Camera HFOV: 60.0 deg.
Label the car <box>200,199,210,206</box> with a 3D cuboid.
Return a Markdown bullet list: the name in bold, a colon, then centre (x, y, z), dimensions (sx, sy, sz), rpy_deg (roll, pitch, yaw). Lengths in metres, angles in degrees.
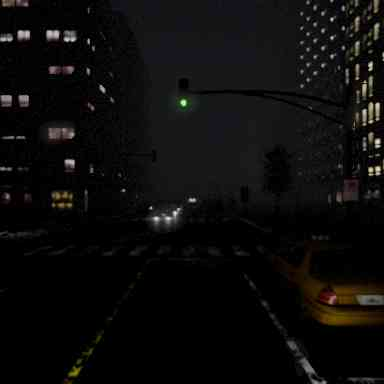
- **car**: centre (2.761, 2.304, 72.662), dimensions (1.887, 1.381, 4.507), rpy_deg (0, -1, 0)

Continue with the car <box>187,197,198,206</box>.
- **car**: centre (0.157, 2.321, 69.161), dimensions (1.895, 1.301, 4.718), rpy_deg (0, -1, 0)

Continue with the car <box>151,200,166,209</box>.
- **car**: centre (-5.636, 2.124, 56.092), dimensions (2.008, 1.369, 4.403), rpy_deg (0, -1, 0)

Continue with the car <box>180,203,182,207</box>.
- **car**: centre (-3.018, 2.154, 57.650), dimensions (1.994, 1.385, 4.181), rpy_deg (0, -1, 0)

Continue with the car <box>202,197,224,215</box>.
- **car**: centre (2.726, 1.709, 39.507), dimensions (2.192, 1.841, 5.009), rpy_deg (0, -1, 0)

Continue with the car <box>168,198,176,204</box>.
- **car**: centre (-5.597, 2.560, 94.775), dimensions (1.887, 1.381, 4.507), rpy_deg (0, -1, 0)

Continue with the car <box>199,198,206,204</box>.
- **car**: centre (2.778, 2.478, 89.411), dimensions (1.752, 1.417, 4.829), rpy_deg (0, -1, 0)

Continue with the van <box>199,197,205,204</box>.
- **van**: centre (2.782, 2.357, 94.769), dimensions (1.690, 1.788, 3.998), rpy_deg (0, -1, 0)

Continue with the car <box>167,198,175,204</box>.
- **car**: centre (-5.602, 2.473, 89.080), dimensions (1.752, 1.417, 4.829), rpy_deg (0, -1, 0)

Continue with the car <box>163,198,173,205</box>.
- **car**: centre (-5.615, 2.262, 78.198), dimensions (1.967, 1.590, 4.097), rpy_deg (0, -1, 0)

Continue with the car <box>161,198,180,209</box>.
- **car**: centre (-3.045, 2.005, 47.490), dimensions (1.812, 1.442, 4.674), rpy_deg (0, -1, 0)

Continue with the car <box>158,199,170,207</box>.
- **car**: centre (-5.626, 2.137, 67.146), dimensions (1.967, 1.590, 4.097), rpy_deg (0, -1, 0)

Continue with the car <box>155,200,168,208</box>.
- **car**: centre (-5.631, 2.179, 61.617), dimensions (1.887, 1.381, 4.507), rpy_deg (0, -1, 0)

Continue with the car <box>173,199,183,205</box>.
- **car**: centre (-2.926, 2.160, 72.101), dimensions (1.994, 1.385, 4.181), rpy_deg (0, -1, 0)

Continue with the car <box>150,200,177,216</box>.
- **car**: centre (-3.062, 1.918, 37.181), dimensions (2.033, 1.411, 5.357), rpy_deg (0, -1, 0)

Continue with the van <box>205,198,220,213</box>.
- **van**: centre (2.732, 1.794, 45.032), dimensions (1.690, 1.788, 3.998), rpy_deg (0, -1, 0)

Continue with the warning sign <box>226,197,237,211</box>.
- **warning sign**: centre (5.116, 1.544, 42.763), dimensions (1.300, 1.860, 1.060), rpy_deg (0, 0, 0)

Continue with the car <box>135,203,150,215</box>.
- **car**: centre (-5.652, 1.945, 39.513), dimensions (2.008, 1.369, 4.403), rpy_deg (0, -1, 0)

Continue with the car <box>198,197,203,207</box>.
- **car**: centre (2.748, 1.950, 61.611), dimensions (2.192, 1.841, 5.009), rpy_deg (0, -1, 0)

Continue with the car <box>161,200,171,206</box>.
- **car**: centre (-5.619, 2.341, 72.671), dimensions (1.802, 1.307, 4.206), rpy_deg (0, -1, 0)

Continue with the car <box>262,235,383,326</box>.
- **car**: centre (2.694, 1.596, 7.264), dimensions (1.752, 1.417, 4.829), rpy_deg (0, -1, 0)
